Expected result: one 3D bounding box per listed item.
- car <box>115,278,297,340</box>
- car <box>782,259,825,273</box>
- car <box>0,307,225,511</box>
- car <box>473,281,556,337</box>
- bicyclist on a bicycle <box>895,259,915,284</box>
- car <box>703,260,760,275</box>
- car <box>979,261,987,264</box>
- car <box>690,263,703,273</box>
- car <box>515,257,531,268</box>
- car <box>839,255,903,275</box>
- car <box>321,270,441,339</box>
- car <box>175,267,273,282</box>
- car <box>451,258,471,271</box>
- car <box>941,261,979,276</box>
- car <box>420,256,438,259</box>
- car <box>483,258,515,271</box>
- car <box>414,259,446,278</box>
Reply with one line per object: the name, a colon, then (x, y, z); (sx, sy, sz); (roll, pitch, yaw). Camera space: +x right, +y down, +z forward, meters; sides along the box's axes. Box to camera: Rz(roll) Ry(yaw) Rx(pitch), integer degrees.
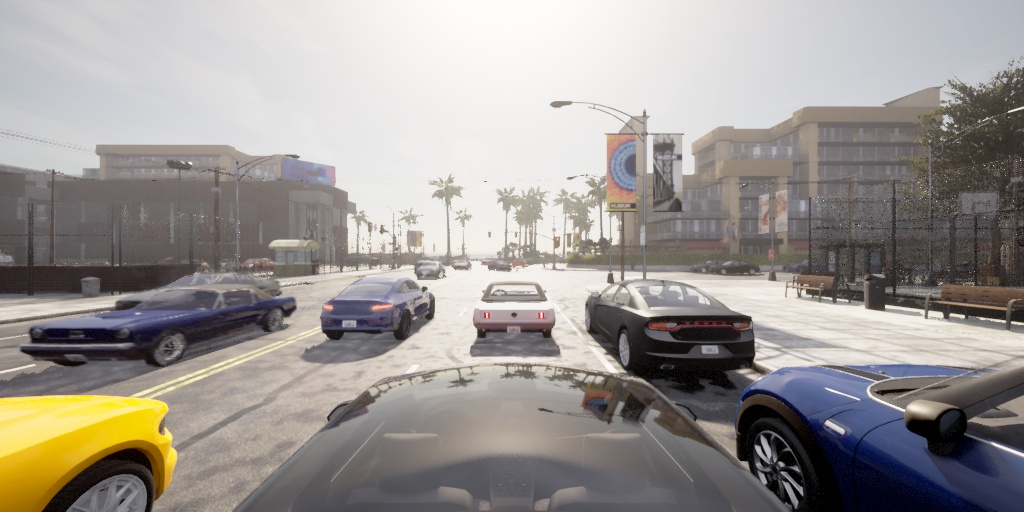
car: (-7.098, 1.351, 8.045); (1.895, 1.301, 4.718); (0, 0, 0)
car: (34.467, 1.101, 42.058); (4.553, 1.767, 2.097); (0, 0, 0)
car: (-3.403, 1.228, 0.562); (1.882, 1.535, 5.008); (0, 0, -1)
car: (0.066, 1.351, 10.211); (1.895, 1.301, 4.718); (0, 0, 0)
bicyclist on a bicycle: (26.082, 1.050, 24.024); (0.582, 1.620, 1.656); (0, 0, 0)
car: (23.761, 1.227, 38.484); (5.008, 1.535, 1.882); (0, 0, 0)
car: (45.218, 1.241, 31.573); (4.902, 1.511, 2.128); (0, 0, 0)
car: (23.418, 1.254, 41.981); (4.892, 1.490, 1.837); (0, 0, 0)
car: (1.474, 1.101, 61.590); (2.097, 1.767, 4.553); (0, 0, 13)
car: (38.563, 0.965, 38.577); (5.566, 2.045, 2.150); (-1, 0, 0)
car: (-3.436, 1.276, 9.919); (1.812, 1.442, 4.674); (0, 0, 0)
car: (-10.597, 1.297, 12.815); (2.033, 1.411, 5.357); (0, 0, 0)
car: (-6.946, 1.297, 50.453); (2.033, 1.411, 5.357); (0, 0, 2)
car: (45.187, 1.241, 35.073); (4.902, 1.511, 2.128); (0, 0, 0)
car: (-10.527, 0.971, 44.946); (2.150, 2.045, 5.566); (0, 0, 1)
car: (-1.808, 1.313, 48.297); (1.994, 1.385, 4.181); (0, 0, -27)
car: (-7.085, 1.241, 31.714); (2.128, 1.511, 4.902); (0, 0, 0)
